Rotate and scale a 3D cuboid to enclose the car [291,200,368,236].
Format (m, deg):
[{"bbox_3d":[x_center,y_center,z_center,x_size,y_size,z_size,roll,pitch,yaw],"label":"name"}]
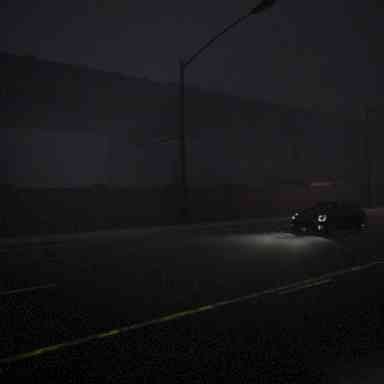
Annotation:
[{"bbox_3d":[7.370,1.247,17.822,4.553,1.767,2.097,-1,0,-35],"label":"car"}]
